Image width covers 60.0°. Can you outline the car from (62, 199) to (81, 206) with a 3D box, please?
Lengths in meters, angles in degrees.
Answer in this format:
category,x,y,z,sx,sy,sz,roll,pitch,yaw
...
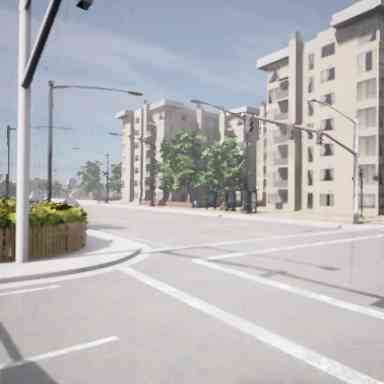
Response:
category,x,y,z,sx,sy,sz,roll,pitch,yaw
car,-16.815,1.701,46.239,1.812,1.442,4.674,1,-1,-35
